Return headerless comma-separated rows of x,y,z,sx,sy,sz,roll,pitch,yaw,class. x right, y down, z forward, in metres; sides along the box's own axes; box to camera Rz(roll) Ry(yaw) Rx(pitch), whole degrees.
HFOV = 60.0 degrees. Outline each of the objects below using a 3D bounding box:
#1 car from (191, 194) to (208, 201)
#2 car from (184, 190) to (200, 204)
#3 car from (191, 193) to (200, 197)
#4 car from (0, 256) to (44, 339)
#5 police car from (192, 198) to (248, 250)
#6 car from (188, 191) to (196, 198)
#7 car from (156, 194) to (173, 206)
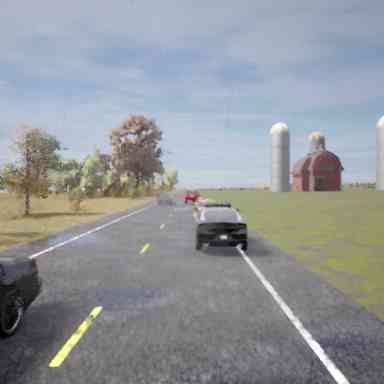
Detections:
1.049,1.183,23.723,1.801,1.575,5.366,0,1,0,car
0.000,0.651,49.113,2.150,2.045,5.566,0,1,0,car
1.049,1.113,29.723,1.801,1.575,5.366,0,1,0,car
-3.599,1.504,3.715,2.033,1.411,5.357,0,1,0,car
1.049,1.269,13.643,1.930,1.638,5.238,0,1,0,police car
-0.001,0.482,70.702,1.837,1.490,4.892,0,1,0,car
-3.574,0.991,44.235,1.837,1.490,4.892,0,1,0,car
